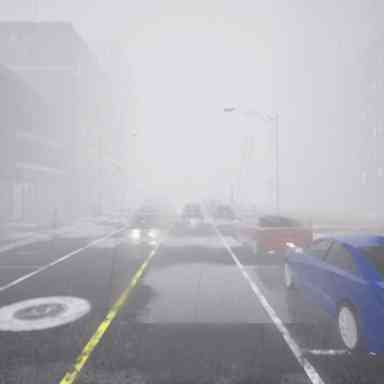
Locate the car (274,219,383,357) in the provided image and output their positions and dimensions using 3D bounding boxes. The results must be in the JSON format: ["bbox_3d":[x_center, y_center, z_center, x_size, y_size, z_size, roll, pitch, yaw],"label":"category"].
[{"bbox_3d":[3.142,1.513,6.174,1.882,1.535,5.008,0,0,0],"label":"car"}]

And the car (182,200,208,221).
[{"bbox_3d":[0.062,1.717,28.602,2.033,1.411,5.357,0,0,0],"label":"car"}]

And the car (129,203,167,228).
[{"bbox_3d":[-3.091,1.701,23.286,1.994,1.385,4.181,0,0,0],"label":"car"}]

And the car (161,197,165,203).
[{"bbox_3d":[-5.673,1.865,51.496,1.887,1.381,4.507,0,0,0],"label":"car"}]

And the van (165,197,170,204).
[{"bbox_3d":[-5.669,1.736,62.542,1.690,1.788,3.998,0,0,0],"label":"van"}]

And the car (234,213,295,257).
[{"bbox_3d":[3.104,1.554,13.265,1.882,1.535,5.008,0,0,-2],"label":"car"}]

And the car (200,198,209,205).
[{"bbox_3d":[2.714,2.038,73.584,1.947,1.339,4.313,0,0,0],"label":"car"}]

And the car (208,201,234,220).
[{"bbox_3d":[2.702,1.740,29.402,1.947,1.339,4.313,0,0,0],"label":"car"}]

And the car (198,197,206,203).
[{"bbox_3d":[2.718,2.147,90.152,2.008,1.369,4.403,0,0,0],"label":"car"}]

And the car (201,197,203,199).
[{"bbox_3d":[2.708,1.870,51.494,2.008,1.369,4.403,0,0,0],"label":"car"}]

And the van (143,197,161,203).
[{"bbox_3d":[-5.674,1.625,45.975,1.690,1.788,3.998,0,0,0],"label":"van"}]

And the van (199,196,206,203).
[{"bbox_3d":[2.717,1.895,84.631,1.690,1.788,3.998,0,0,0],"label":"van"}]

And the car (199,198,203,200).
[{"bbox_3d":[0.097,1.868,43.599,1.895,1.301,4.718,0,0,0],"label":"car"}]

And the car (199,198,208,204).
[{"bbox_3d":[2.715,2.057,79.107,1.887,1.381,4.507,0,0,0],"label":"car"}]

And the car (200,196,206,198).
[{"bbox_3d":[2.711,1.834,62.539,1.967,1.590,4.097,0,0,0],"label":"car"}]

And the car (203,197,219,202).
[{"bbox_3d":[2.705,1.686,40.448,1.967,1.590,4.097,0,0,0],"label":"car"}]
